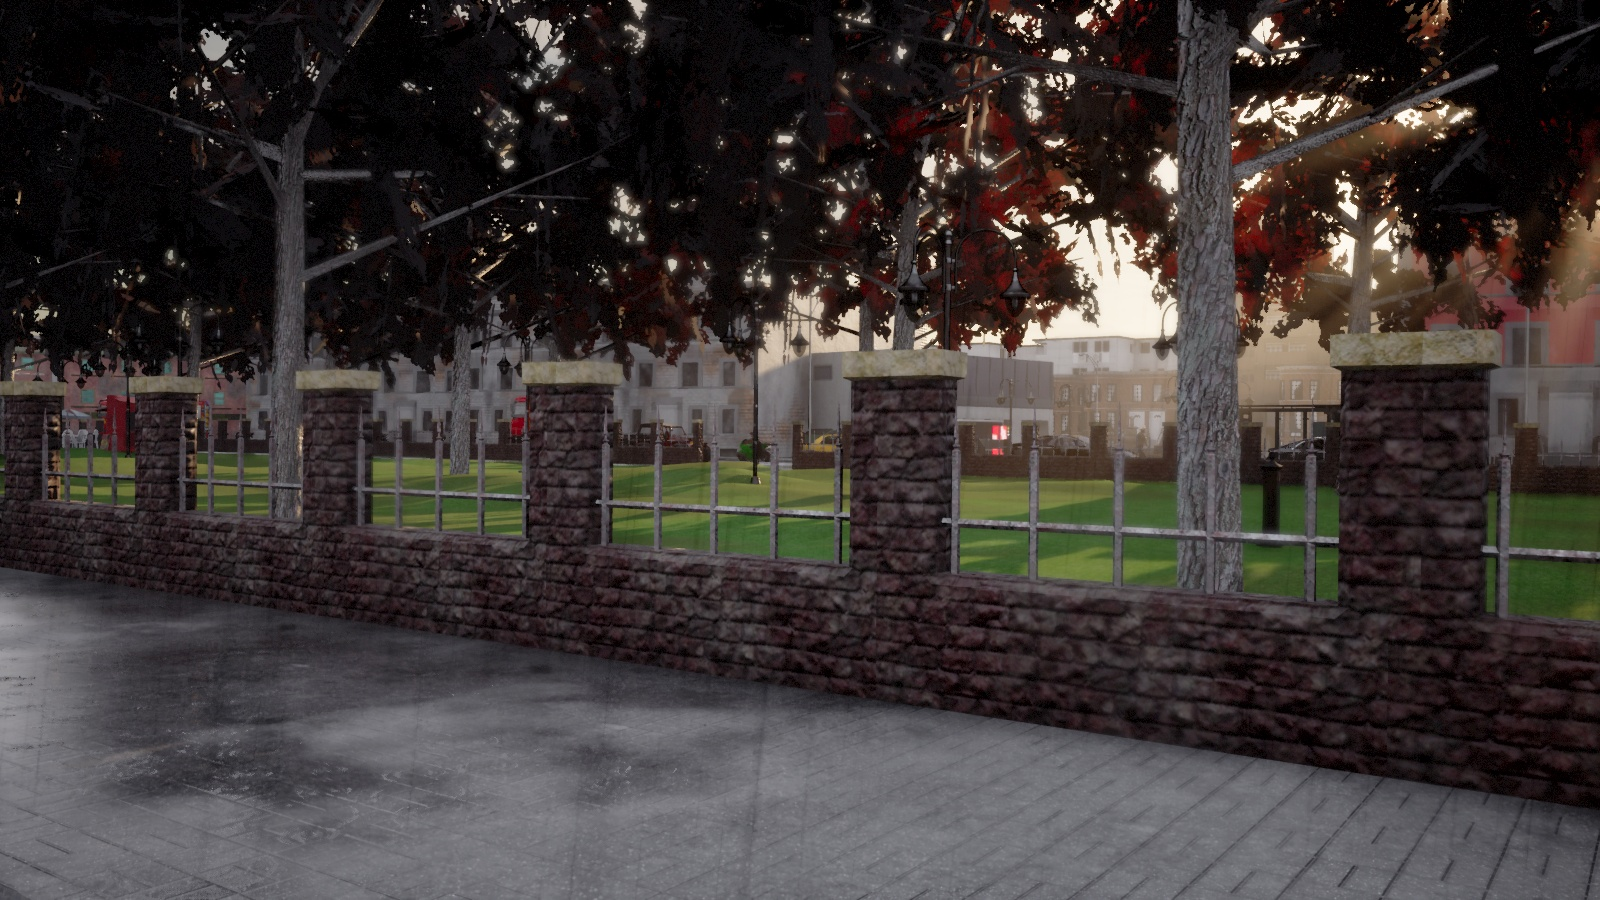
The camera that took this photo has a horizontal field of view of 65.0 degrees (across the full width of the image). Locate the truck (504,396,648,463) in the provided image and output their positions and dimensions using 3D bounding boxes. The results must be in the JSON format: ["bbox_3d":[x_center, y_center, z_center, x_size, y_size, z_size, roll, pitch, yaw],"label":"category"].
[{"bbox_3d":[-12.211,-1.071,68.182,7.936,3.462,2.891,0,1,35],"label":"truck"}]

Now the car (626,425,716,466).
[{"bbox_3d":[-6.074,-0.224,59.009,3.866,1.878,1.905,0,1,35],"label":"car"}]

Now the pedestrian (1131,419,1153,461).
[{"bbox_3d":[14.880,-0.445,54.701,0.869,1.805,0.328,0,1,45],"label":"pedestrian"}]

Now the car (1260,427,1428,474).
[{"bbox_3d":[18.149,-0.001,41.978,4.892,1.490,1.837,0,1,35],"label":"car"}]

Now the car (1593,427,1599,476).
[{"bbox_3d":[25.908,0.024,36.535,4.674,1.442,1.812,0,1,36],"label":"car"}]

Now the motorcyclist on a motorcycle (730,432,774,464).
[{"bbox_3d":[-2.343,-0.102,61.277,2.044,1.523,0.797,0,1,35],"label":"motorcyclist on a motorcycle"}]

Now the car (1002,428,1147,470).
[{"bbox_3d":[10.341,-0.055,47.469,4.902,1.511,2.128,0,1,35],"label":"car"}]

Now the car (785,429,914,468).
[{"bbox_3d":[2.061,-0.077,53.291,5.366,1.575,1.801,0,1,35],"label":"car"}]
